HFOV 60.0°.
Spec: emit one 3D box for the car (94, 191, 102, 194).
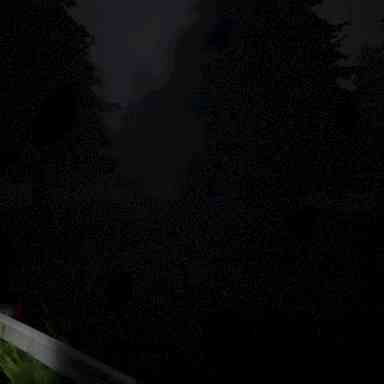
[{"bbox_3d":[-17.841,0.391,64.945,1.994,1.385,4.181,-5,1,9],"label":"car"}]
